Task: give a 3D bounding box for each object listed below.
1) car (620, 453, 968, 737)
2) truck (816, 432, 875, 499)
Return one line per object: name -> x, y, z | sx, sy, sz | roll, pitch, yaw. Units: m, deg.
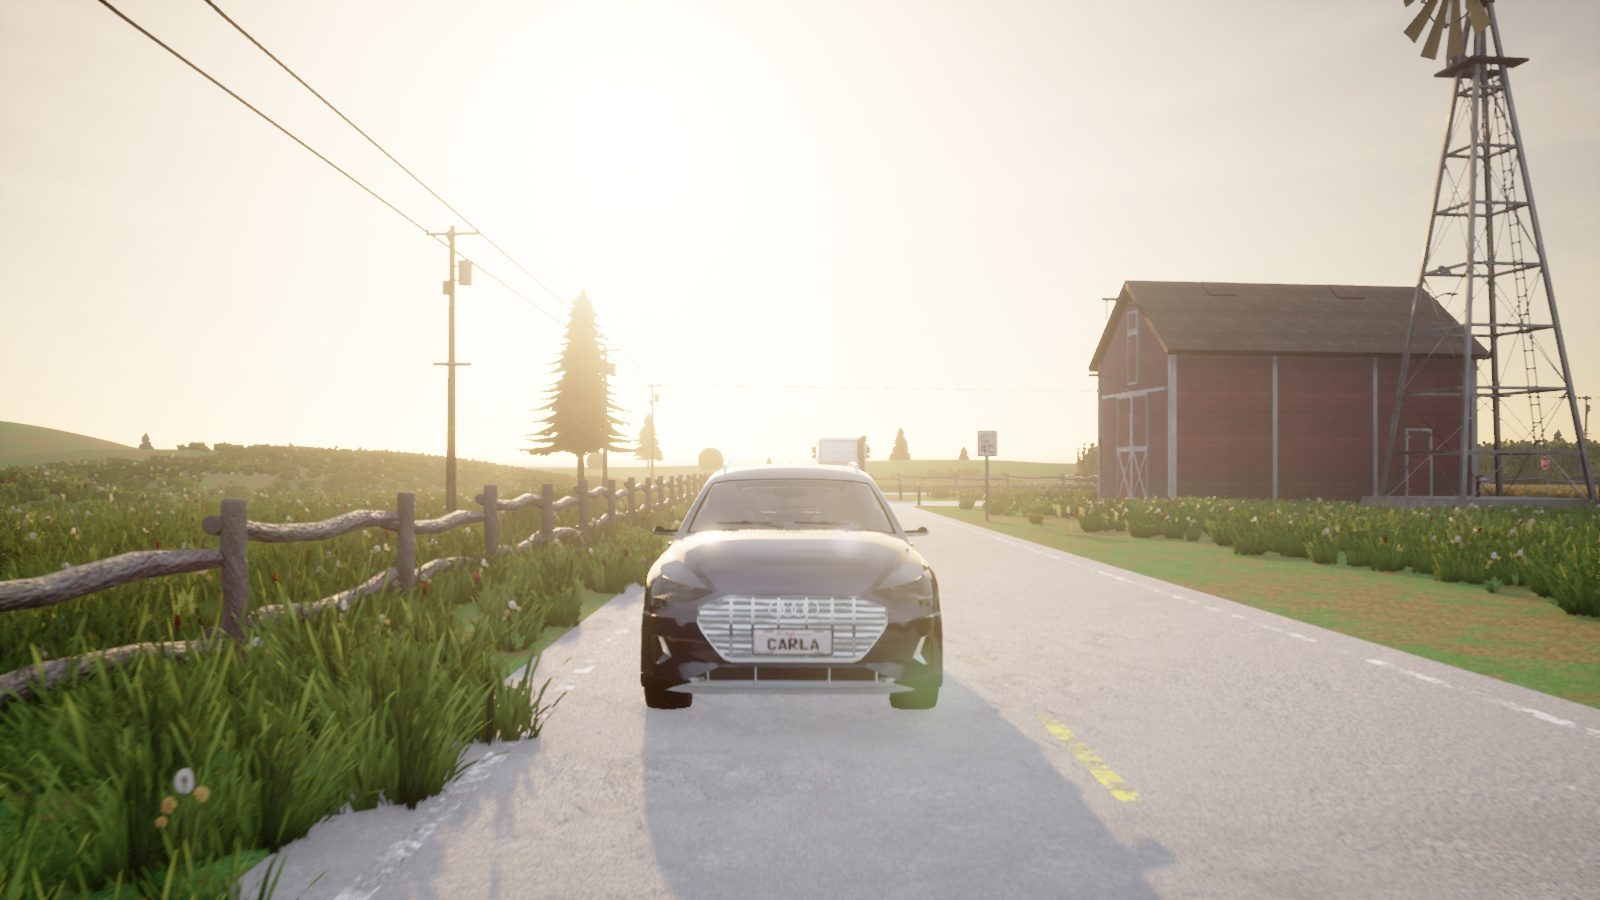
car -> -0.066, 0.892, 9.783 | 2.033, 1.649, 4.856 | 0, -1, -1
truck -> 2.420, 0.873, 69.210 | 2.891, 3.462, 7.936 | 0, -1, -1
